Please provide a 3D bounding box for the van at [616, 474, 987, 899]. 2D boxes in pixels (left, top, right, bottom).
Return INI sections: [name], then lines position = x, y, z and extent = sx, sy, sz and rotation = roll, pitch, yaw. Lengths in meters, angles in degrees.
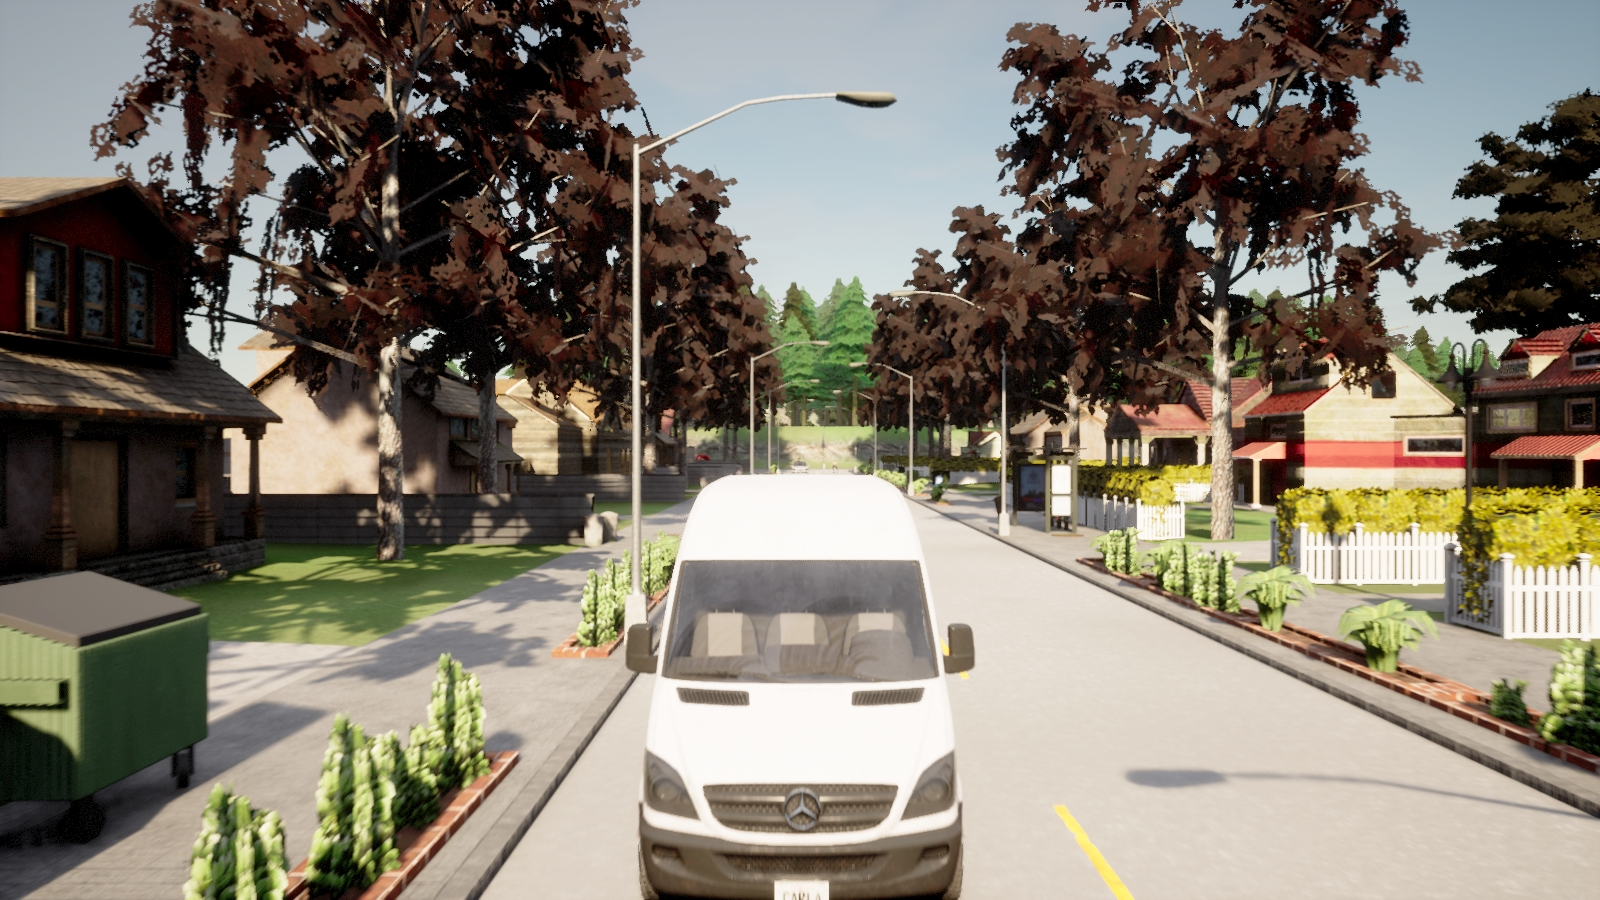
[van]
position = 0.010, 1.527, 9.087
extent = 1.988, 2.561, 5.915
rotation = 0, 0, 0
